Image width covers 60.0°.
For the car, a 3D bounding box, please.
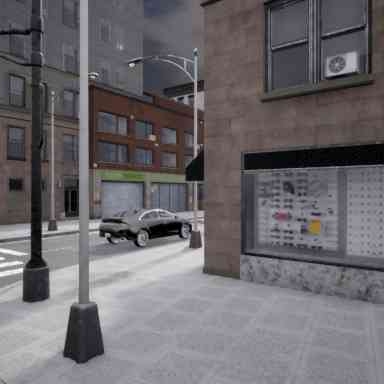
[{"bbox_3d":[-1.886,1.459,14.956,2.128,1.511,4.902,0,0,35],"label":"car"}]
